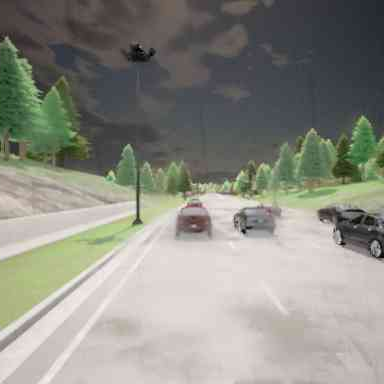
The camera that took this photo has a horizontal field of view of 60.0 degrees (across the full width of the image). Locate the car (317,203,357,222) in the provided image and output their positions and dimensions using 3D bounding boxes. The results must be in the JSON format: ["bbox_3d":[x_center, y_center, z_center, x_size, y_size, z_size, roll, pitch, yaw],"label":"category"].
[{"bbox_3d":[10.609,1.550,24.019,2.128,1.511,4.902,0,0,0],"label":"car"}]

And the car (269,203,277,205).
[{"bbox_3d":[7.221,1.679,32.044,1.895,1.301,4.718,0,0,1],"label":"car"}]

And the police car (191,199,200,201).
[{"bbox_3d":[0.402,1.596,37.924,2.038,1.542,4.974,0,0,2],"label":"police car"}]

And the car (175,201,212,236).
[{"bbox_3d":[0.097,1.523,18.632,1.882,1.535,5.008,0,0,0],"label":"car"}]

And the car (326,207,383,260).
[{"bbox_3d":[7.097,1.536,12.616,1.837,1.490,4.892,0,0,0],"label":"car"}]

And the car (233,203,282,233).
[{"bbox_3d":[3.597,1.596,19.814,2.033,1.411,5.357,0,0,0],"label":"car"}]
